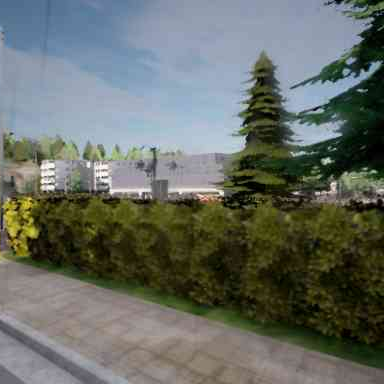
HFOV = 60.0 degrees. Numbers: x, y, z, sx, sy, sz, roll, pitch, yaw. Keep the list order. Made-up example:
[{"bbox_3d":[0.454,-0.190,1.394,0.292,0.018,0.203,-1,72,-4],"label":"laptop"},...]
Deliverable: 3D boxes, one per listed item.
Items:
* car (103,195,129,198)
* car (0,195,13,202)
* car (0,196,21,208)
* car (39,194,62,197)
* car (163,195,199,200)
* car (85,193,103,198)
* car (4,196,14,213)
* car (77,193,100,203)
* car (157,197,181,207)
[{"bbox_3d":[-10.620,1.492,48.921,1.970,1.475,3.806,0,0,39],"label":"car"},{"bbox_3d":[-42.956,1.451,74.748,2.007,1.523,4.514,0,0,39],"label":"car"},{"bbox_3d":[-26.856,1.418,47.906,1.845,1.501,3.633,0,0,39],"label":"car"},{"bbox_3d":[-30.482,1.311,74.150,2.152,1.636,5.027,0,0,39],"label":"car"},{"bbox_3d":[-1.305,1.298,33.436,2.150,2.045,5.566,0,0,39],"label":"car"},{"bbox_3d":[-18.009,1.238,64.606,1.932,1.855,4.605,0,0,39],"label":"car"},{"bbox_3d":[-19.990,1.406,32.563,2.007,1.523,4.514,0,0,39],"label":"car"},{"bbox_3d":[-20.529,1.220,66.111,1.905,1.878,3.866,0,0,39],"label":"car"},{"bbox_3d":[-3.639,1.493,52.821,1.845,1.501,3.633,0,0,39],"label":"car"}]
